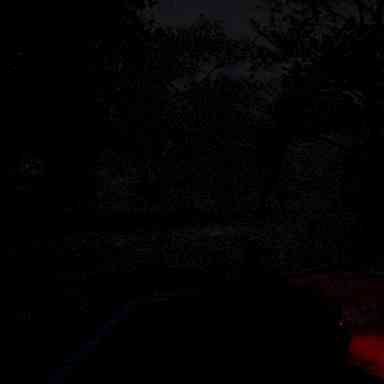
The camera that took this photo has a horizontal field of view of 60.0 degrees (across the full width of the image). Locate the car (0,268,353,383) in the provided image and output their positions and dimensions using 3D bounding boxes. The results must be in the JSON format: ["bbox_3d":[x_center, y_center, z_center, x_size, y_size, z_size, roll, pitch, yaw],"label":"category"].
[{"bbox_3d":[-0.543,1.583,3.320,5.357,1.411,2.033,1,-1,-36],"label":"car"}]
